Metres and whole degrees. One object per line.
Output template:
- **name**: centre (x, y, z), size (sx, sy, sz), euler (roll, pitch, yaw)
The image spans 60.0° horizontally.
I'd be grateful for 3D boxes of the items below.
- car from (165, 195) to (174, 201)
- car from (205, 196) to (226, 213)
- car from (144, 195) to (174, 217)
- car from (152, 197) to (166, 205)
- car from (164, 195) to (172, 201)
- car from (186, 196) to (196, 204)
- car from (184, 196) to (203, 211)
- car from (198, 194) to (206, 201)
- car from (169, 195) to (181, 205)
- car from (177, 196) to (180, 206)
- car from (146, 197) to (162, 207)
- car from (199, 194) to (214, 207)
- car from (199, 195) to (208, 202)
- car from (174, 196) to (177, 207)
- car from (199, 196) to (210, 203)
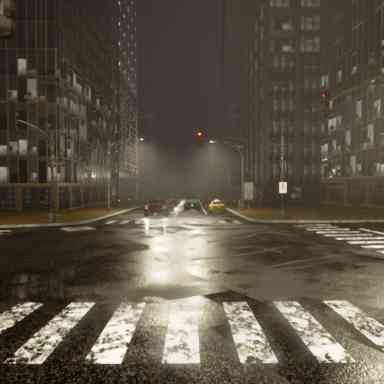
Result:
- **car**: centre (-5.816, 1.486, 86.473), size (1.947, 1.339, 4.313), euler (-1, 0, 0)
- **car**: centre (2.744, 1.506, 36.814), size (1.752, 1.417, 4.829), euler (-1, 0, 0)
- **car**: centre (-3.166, 1.337, 31.170), size (2.097, 1.767, 4.553), euler (0, 0, 0)
- **car**: centre (-5.769, 1.524, 58.105), size (1.947, 1.339, 4.313), euler (-1, 0, 0)
- **car**: centre (-5.807, 1.510, 80.800), size (1.802, 1.307, 4.206), euler (-1, 0, 0)
- **car**: centre (-0.094, 1.551, 64.570), size (1.895, 1.301, 4.718), euler (0, 0, 0)
- **car**: centre (0.023, 1.541, 41.351), size (1.994, 1.385, 4.181), euler (0, 0, 0)
- **car**: centre (2.529, 1.360, 86.427), size (1.967, 1.590, 4.097), euler (-1, 0, 0)
- **car**: centre (-3.126, 1.432, 60.954), size (1.882, 1.535, 5.008), euler (0, 0, 0)
- **car**: centre (-3.152, 1.568, 50.479), size (1.895, 1.301, 4.718), euler (0, 0, 0)
- **car**: centre (-5.929, 1.531, 52.430), size (1.947, 1.339, 4.313), euler (-1, 0, 0)
- **car**: centre (2.624, 1.281, 51.895), size (2.192, 1.841, 5.009), euler (-1, 0, 0)
- **car**: centre (2.550, 1.487, 75.078), size (2.008, 1.369, 4.403), euler (-1, 0, 0)
- **car**: centre (-3.161, 1.455, 40.468), size (1.882, 1.535, 5.008), euler (0, 0, 0)
- **car**: centre (2.560, 1.510, 69.404), size (1.947, 1.339, 4.313), euler (-1, 0, 0)
